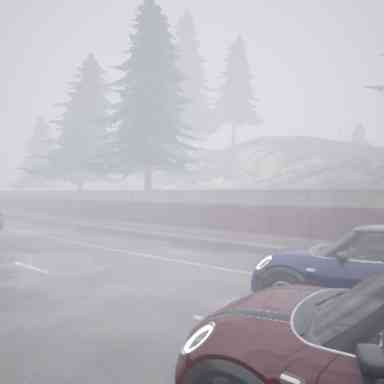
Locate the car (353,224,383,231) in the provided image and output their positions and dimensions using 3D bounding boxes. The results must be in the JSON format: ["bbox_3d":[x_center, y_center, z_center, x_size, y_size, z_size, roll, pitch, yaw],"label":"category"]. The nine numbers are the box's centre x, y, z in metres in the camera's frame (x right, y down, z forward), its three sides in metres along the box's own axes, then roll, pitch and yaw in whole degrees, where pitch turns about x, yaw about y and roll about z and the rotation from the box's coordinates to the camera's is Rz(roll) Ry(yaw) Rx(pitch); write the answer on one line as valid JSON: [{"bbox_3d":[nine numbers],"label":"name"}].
[{"bbox_3d":[3.380,1.371,5.988,4.553,1.767,2.097,0,0,36],"label":"car"}]

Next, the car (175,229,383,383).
[{"bbox_3d":[2.042,1.363,2.640,4.553,1.767,2.097,0,0,35],"label":"car"}]

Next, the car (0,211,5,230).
[{"bbox_3d":[-12.915,1.466,20.082,1.882,1.535,5.008,0,0,-45],"label":"car"}]
